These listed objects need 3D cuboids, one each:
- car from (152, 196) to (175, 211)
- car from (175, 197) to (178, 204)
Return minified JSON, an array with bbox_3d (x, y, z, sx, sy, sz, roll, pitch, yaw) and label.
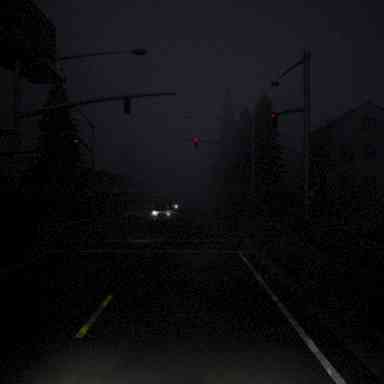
[{"bbox_3d":[-3.596,1.315,40.572,2.097,1.767,4.553,0,0,0],"label":"car"},{"bbox_3d":[-3.514,1.541,61.330,1.895,1.301,4.718,0,0,0],"label":"car"}]
